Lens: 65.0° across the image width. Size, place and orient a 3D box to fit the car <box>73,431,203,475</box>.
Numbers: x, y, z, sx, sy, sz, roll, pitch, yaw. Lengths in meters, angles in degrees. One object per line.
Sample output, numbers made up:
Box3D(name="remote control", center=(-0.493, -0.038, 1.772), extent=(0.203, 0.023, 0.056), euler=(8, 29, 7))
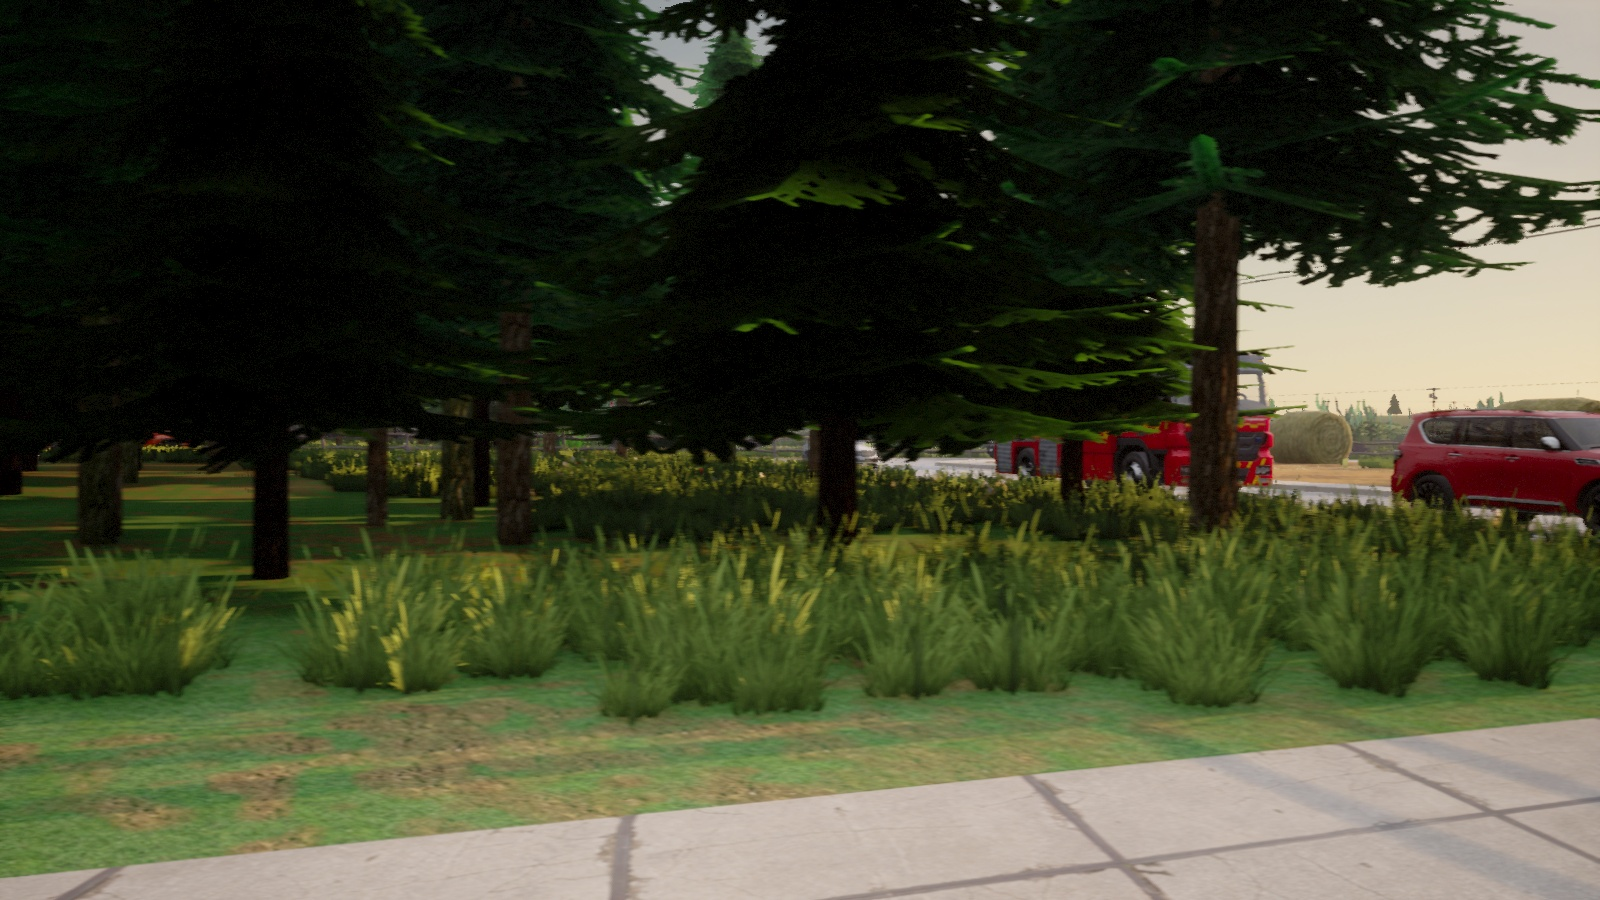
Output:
Box3D(name="car", center=(-27.912, 0.092, 53.088), extent=(4.553, 1.767, 2.097), euler=(-1, 1, -19))

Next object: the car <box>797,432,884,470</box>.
Box3D(name="car", center=(1.594, -0.001, 51.276), extent=(1.812, 1.442, 4.674), euler=(-1, 1, -21))

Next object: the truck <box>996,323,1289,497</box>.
Box3D(name="truck", center=(8.375, -0.955, 32.209), extent=(2.891, 3.827, 8.468), euler=(-1, 1, -20))

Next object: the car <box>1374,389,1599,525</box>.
Box3D(name="car", center=(12.490, 0.070, 20.793), extent=(2.150, 2.045, 5.566), euler=(-1, 1, -20))
